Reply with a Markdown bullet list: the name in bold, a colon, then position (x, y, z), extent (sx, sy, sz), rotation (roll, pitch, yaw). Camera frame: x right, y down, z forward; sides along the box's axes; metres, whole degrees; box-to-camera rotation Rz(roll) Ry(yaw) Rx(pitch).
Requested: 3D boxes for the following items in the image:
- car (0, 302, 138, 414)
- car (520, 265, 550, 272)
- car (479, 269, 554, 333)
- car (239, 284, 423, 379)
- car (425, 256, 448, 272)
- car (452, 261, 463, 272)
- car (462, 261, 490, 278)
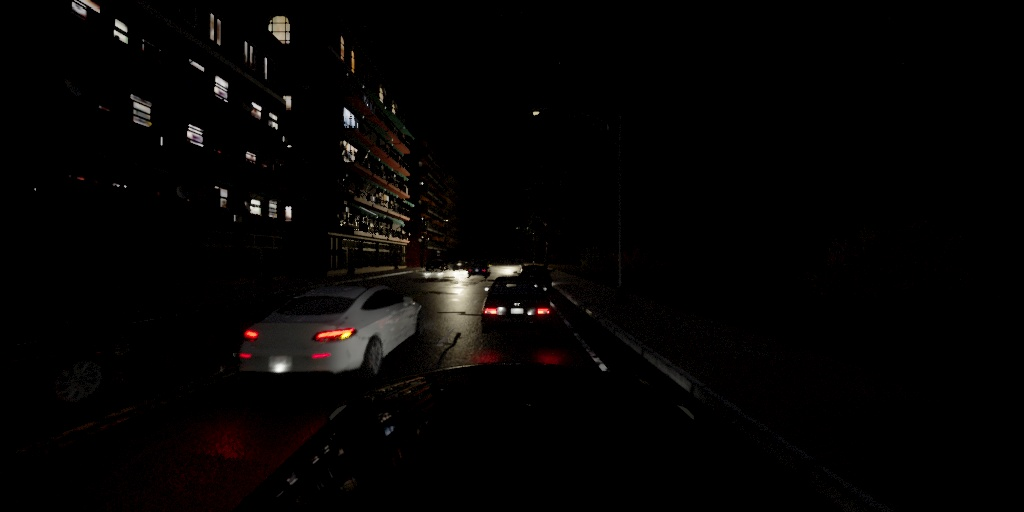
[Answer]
- **car**: position (-6.598, 1.255, 3.339), extent (1.837, 1.490, 4.892), rotation (0, 0, 0)
- **car**: position (1.170, 1.258, 20.345), extent (1.837, 1.490, 4.892), rotation (0, 0, 0)
- **car**: position (0.117, 1.299, 10.656), extent (2.033, 1.411, 5.357), rotation (0, 0, 0)
- **car**: position (-3.143, 1.277, 7.176), extent (1.812, 1.442, 4.674), rotation (0, 0, 0)
- **car**: position (-9.769, 0.975, 46.775), extent (2.150, 2.045, 5.566), rotation (0, 0, 0)
- **car**: position (-6.518, 1.317, 46.559), extent (1.994, 1.385, 4.181), rotation (0, 0, 0)
- **car**: position (-3.097, 1.301, 33.910), extent (2.033, 1.411, 5.357), rotation (0, 0, 0)
